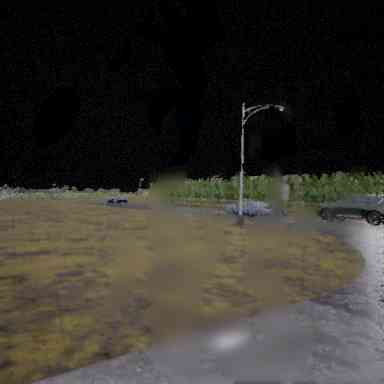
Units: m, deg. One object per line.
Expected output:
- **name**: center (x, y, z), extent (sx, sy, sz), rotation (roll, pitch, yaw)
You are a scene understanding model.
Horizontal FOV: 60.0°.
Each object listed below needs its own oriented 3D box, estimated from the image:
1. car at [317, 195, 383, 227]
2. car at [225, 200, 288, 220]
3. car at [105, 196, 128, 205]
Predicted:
- **car**: center (11.608, 1.200, 23.174), extent (2.150, 2.045, 5.566), rotation (2, 0, -35)
- **car**: center (4.905, 1.375, 26.230), extent (2.033, 1.411, 5.357), rotation (2, 0, -35)
- **car**: center (-11.037, 1.272, 48.764), extent (1.895, 1.301, 4.718), rotation (2, -1, -35)
